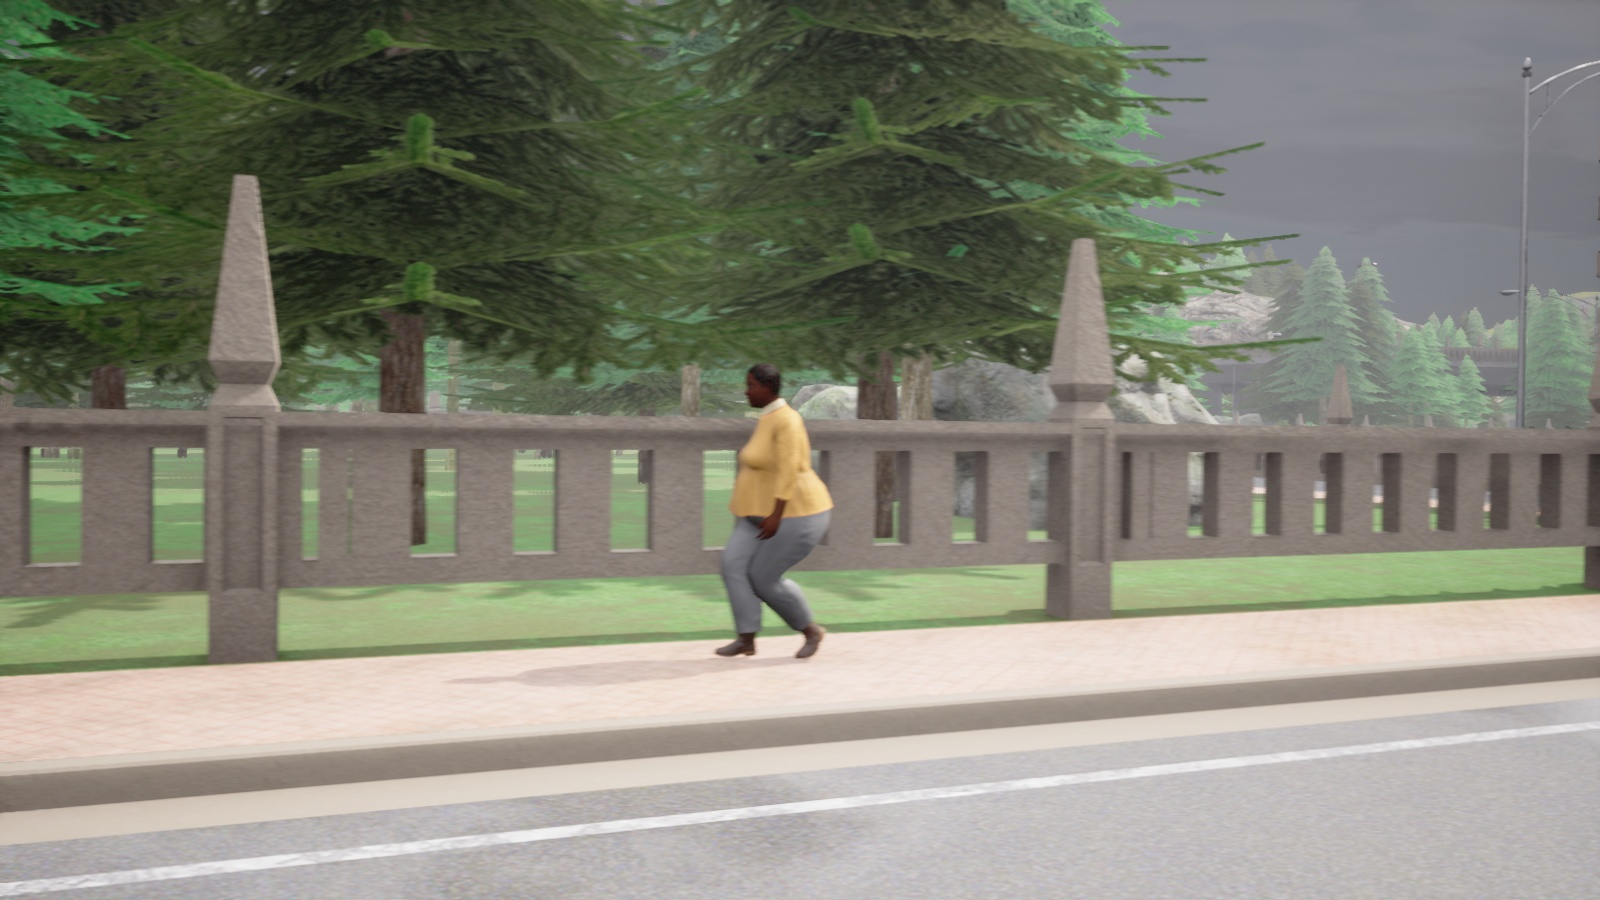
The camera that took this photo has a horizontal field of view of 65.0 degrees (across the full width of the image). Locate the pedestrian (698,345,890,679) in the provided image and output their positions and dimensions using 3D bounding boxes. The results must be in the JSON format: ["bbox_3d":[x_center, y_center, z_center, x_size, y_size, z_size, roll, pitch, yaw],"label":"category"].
[{"bbox_3d":[-0.057,0.335,7.518,0.900,1.855,0.874,-1,1,-18],"label":"pedestrian"}]
